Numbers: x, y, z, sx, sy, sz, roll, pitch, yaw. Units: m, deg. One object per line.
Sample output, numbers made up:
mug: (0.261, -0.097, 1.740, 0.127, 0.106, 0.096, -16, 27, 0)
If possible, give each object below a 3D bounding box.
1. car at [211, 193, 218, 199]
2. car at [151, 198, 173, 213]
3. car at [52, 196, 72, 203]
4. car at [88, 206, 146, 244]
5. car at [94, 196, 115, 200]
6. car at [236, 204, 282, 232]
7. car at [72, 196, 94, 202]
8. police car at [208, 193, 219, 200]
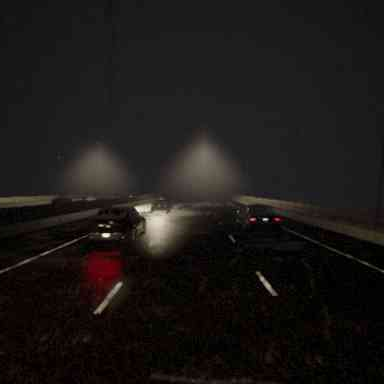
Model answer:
car: (5.978, 1.067, 90.042, 1.801, 1.575, 5.366, 0, 0, 3)
car: (-3.016, 1.345, 33.870, 2.033, 1.411, 5.357, 0, 0, 1)
car: (-20.206, 1.291, 52.054, 1.994, 1.385, 4.181, 0, 0, 2)
car: (-3.303, 1.405, 15.289, 1.837, 1.490, 4.892, 0, 0, 1)
car: (-13.196, 1.275, 52.398, 2.033, 1.411, 5.357, 0, 0, 2)
car: (3.739, 1.423, 19.310, 2.033, 1.411, 5.357, 0, 0, 1)
car: (-16.704, 1.327, 52.391, 1.895, 1.301, 4.718, 0, 0, 2)
police car: (5.423, 1.060, 79.052, 1.930, 1.638, 5.238, 0, 0, 3)
